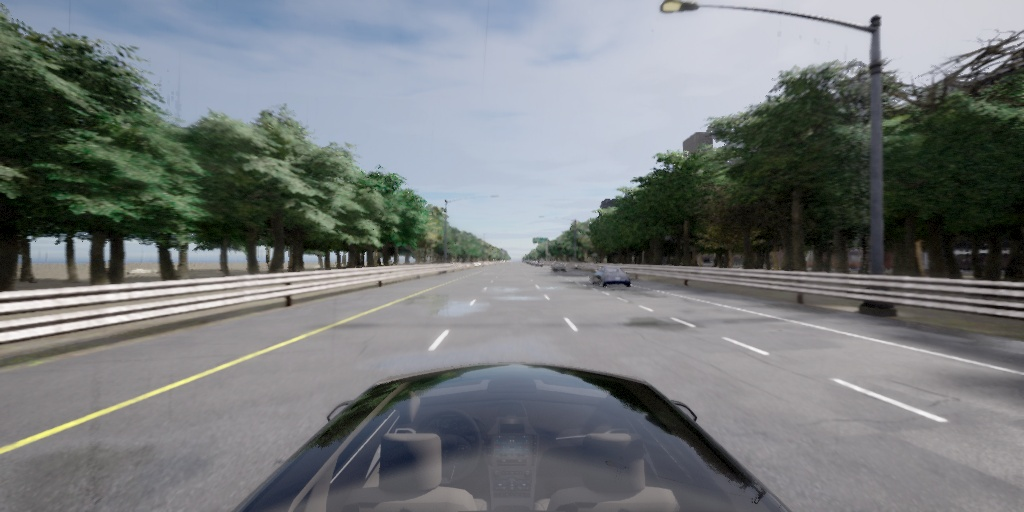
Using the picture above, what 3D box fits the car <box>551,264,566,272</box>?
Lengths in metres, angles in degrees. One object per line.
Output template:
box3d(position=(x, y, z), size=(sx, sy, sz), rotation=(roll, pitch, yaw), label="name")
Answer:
box3d(position=(7.145, 1.853, 55.909), size=(1.895, 1.301, 4.718), rotation=(0, -1, 0), label="car")

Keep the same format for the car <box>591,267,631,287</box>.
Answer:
box3d(position=(7.026, 1.466, 25.819), size=(1.994, 1.385, 4.181), rotation=(0, -1, 0), label="car")
